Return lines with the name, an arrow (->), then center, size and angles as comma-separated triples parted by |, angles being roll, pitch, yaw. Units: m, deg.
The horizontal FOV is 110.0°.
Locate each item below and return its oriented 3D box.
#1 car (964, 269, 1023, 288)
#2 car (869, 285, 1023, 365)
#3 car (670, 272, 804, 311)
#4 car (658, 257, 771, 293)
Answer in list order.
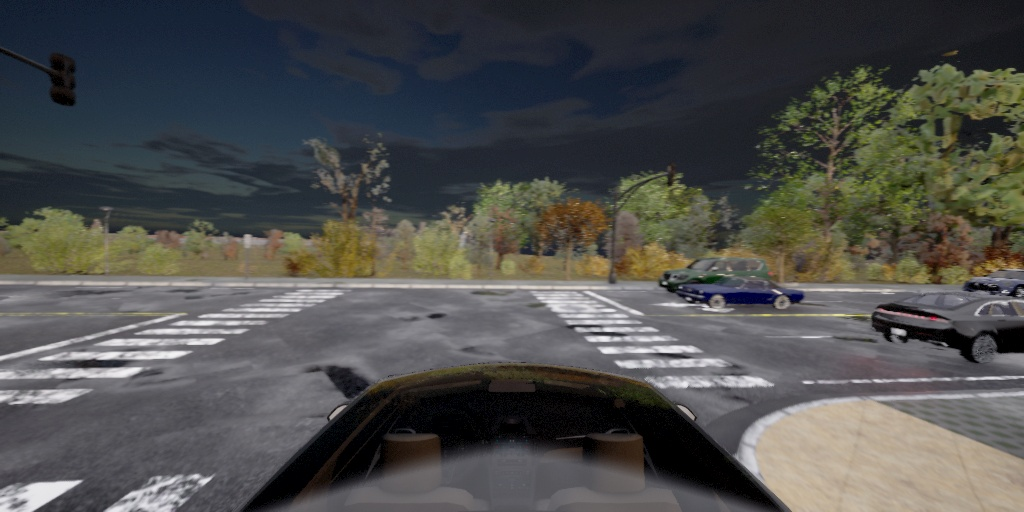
car -> 29.399, 1.569, 20.945 | 4.553, 1.767, 2.097 | 1, 2, -6
car -> 11.940, 1.703, 9.109 | 4.902, 1.511, 2.128 | 1, 2, -6
car -> 9.716, 1.553, 15.503 | 4.718, 1.301, 1.895 | 1, 2, -6
car -> 10.655, 1.081, 18.863 | 5.566, 2.045, 2.150 | 1, 2, -6
